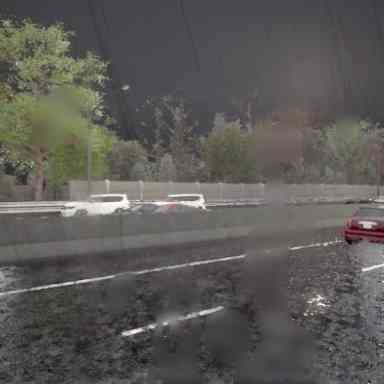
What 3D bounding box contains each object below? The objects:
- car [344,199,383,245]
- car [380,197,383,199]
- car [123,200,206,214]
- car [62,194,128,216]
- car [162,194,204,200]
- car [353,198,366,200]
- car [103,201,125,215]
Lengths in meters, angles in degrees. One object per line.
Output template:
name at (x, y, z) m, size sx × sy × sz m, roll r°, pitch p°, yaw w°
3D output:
car at (8.527, 1.339, 14.124) m, size 4.553 × 1.767 × 2.097 m, roll 0°, pitch 0°, yaw -35°
car at (29.986, 1.466, 51.092) m, size 5.008 × 1.535 × 1.882 m, roll 0°, pitch 0°, yaw -35°
car at (-1.335, 1.469, 20.234) m, size 5.008 × 1.535 × 1.882 m, roll 0°, pitch 0°, yaw -35°
car at (-7.846, 1.215, 27.708) m, size 5.566 × 2.045 × 2.150 m, roll 0°, pitch 0°, yaw -38°
car at (-1.315, 1.211, 28.846) m, size 5.566 × 2.045 × 2.150 m, roll 0°, pitch 0°, yaw -35°
car at (26.490, 1.589, 52.894) m, size 4.718 × 1.301 × 1.895 m, roll 0°, pitch 0°, yaw -35°
car at (-3.404, 1.518, 23.059) m, size 4.674 × 1.442 × 1.812 m, roll 0°, pitch 0°, yaw -35°
